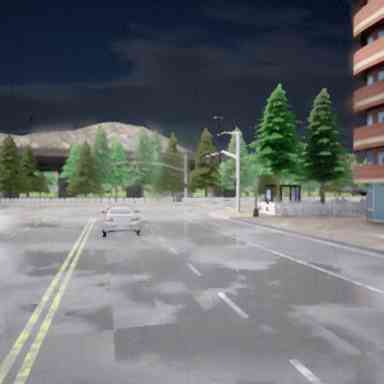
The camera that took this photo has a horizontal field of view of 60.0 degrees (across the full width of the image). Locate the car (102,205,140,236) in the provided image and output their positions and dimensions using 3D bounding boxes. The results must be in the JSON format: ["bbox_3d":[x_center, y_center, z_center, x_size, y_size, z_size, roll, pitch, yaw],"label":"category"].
[{"bbox_3d":[-3.787,1.439,17.697,1.812,1.442,4.674,0,0,-14],"label":"car"}]
